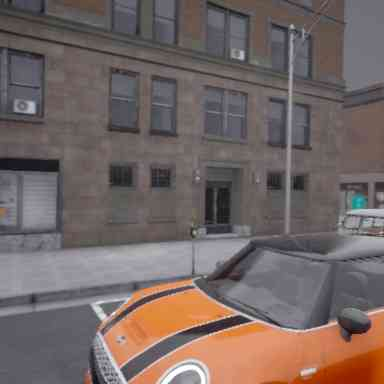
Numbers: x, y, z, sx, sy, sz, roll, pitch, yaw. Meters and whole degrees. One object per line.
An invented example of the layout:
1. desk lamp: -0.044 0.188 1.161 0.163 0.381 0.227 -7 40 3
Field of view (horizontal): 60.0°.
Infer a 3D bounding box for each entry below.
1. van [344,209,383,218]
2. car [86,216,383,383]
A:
1. van: 5.654 1.342 8.929 3.998 1.788 1.690 1 1 -28
2. car: 1.232 1.323 3.735 4.553 1.767 2.097 1 1 -27
